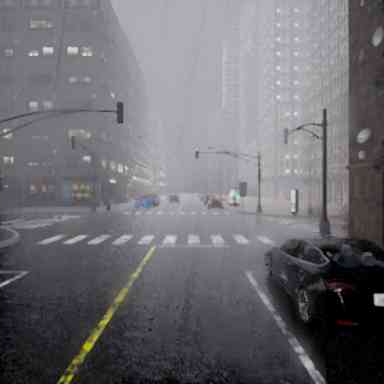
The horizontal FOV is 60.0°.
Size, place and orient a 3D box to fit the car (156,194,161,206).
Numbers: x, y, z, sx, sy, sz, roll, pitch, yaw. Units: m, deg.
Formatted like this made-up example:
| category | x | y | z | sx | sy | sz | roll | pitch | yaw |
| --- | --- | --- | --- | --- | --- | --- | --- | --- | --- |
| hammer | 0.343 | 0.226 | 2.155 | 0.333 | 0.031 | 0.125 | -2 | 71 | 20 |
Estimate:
| category | x | y | z | sx | sy | sz | roll | pitch | yaw |
| --- | --- | --- | --- | --- | --- | --- | --- | --- | --- |
| car | -5.668 | 1.045 | 44.641 | 2.192 | 1.841 | 5.009 | 0 | 0 | 0 |

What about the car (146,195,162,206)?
| category | x | y | z | sx | sy | sz | roll | pitch | yaw |
| --- | --- | --- | --- | --- | --- | --- | --- | --- | --- |
| car | -5.668 | 1.243 | 50.171 | 1.887 | 1.381 | 4.507 | 0 | 0 | 0 |

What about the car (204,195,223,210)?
| category | x | y | z | sx | sy | sz | roll | pitch | yaw |
| --- | --- | --- | --- | --- | --- | --- | --- | --- | --- |
| car | 2.709 | 1.344 | 39.112 | 1.802 | 1.307 | 4.206 | 0 | 0 | 0 |

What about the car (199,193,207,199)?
| category | x | y | z | sx | sy | sz | roll | pitch | yaw |
| --- | --- | --- | --- | --- | --- | --- | --- | --- | --- |
| car | 2.722 | 1.063 | 83.332 | 1.887 | 1.381 | 4.507 | 0 | 0 | 0 |

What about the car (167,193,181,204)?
| category | x | y | z | sx | sy | sz | roll | pitch | yaw |
| --- | --- | --- | --- | --- | --- | --- | --- | --- | --- |
| car | -2.982 | 1.188 | 55.990 | 1.837 | 1.490 | 4.892 | 0 | 1 | 0 |

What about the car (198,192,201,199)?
| category | x | y | z | sx | sy | sz | roll | pitch | yaw |
| --- | --- | --- | --- | --- | --- | --- | --- | --- | --- |
| car | 2.718 | 1.045 | 66.749 | 1.967 | 1.590 | 4.097 | 0 | 0 | 0 |

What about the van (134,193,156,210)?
| category | x | y | z | sx | sy | sz | roll | pitch | yaw |
| --- | --- | --- | --- | --- | --- | --- | --- | --- | --- |
| van | -5.670 | 1.103 | 39.114 | 1.690 | 1.788 | 3.998 | 0 | 0 | 0 |

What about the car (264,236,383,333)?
| category | x | y | z | sx | sy | sz | roll | pitch | yaw |
| --- | --- | --- | --- | --- | --- | --- | --- | --- | --- |
| car | 2.700 | 1.523 | 6.707 | 1.947 | 1.339 | 4.313 | 0 | 0 | 0 |

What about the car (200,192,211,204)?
| category | x | y | z | sx | sy | sz | roll | pitch | yaw |
| --- | --- | --- | --- | --- | --- | --- | --- | --- | --- |
| car | 2.713 | 1.138 | 50.167 | 1.967 | 1.590 | 4.097 | 0 | 0 | 0 |

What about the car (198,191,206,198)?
| category | x | y | z | sx | sy | sz | roll | pitch | yaw |
| --- | --- | --- | --- | --- | --- | --- | --- | --- | --- |
| car | 2.726 | 0.776 | 94.386 | 2.192 | 1.841 | 5.009 | 0 | 0 | 0 |

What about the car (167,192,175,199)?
| category | x | y | z | sx | sy | sz | roll | pitch | yaw |
| --- | --- | --- | --- | --- | --- | --- | --- | --- | --- |
| car | -5.656 | 0.930 | 88.862 | 1.967 | 1.590 | 4.097 | 0 | 0 | 0 |

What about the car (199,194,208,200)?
| category | x | y | z | sx | sy | sz | roll | pitch | yaw |
| --- | --- | --- | --- | --- | --- | --- | --- | --- | --- |
| car | 2.720 | 1.097 | 77.805 | 2.008 | 1.369 | 4.403 | 0 | 0 | 0 |
